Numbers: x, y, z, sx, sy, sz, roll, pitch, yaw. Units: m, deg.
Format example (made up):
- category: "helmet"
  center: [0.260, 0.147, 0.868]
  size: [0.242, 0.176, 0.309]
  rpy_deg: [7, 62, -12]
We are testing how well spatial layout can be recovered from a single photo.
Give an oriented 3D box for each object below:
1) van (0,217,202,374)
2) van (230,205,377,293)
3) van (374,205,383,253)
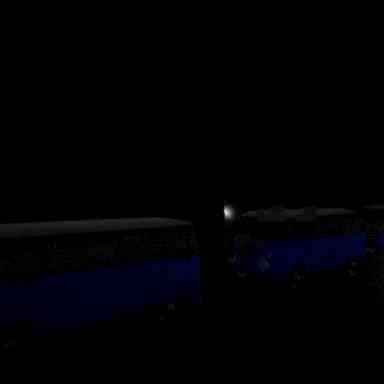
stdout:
- category: "van"
  center: [-1.739, 1.339, 5.307]
  size: [3.998, 1.788, 1.690]
  rpy_deg: [0, -1, -35]
- category: "van"
  center: [2.812, 1.332, 8.548]
  size: [3.998, 1.788, 1.690]
  rpy_deg: [0, -1, -35]
- category: "van"
  center: [7.361, 1.324, 11.788]
  size: [3.998, 1.788, 1.690]
  rpy_deg: [0, -1, -35]
